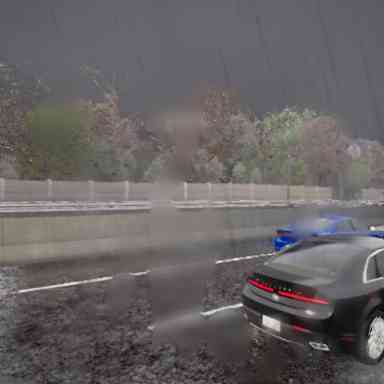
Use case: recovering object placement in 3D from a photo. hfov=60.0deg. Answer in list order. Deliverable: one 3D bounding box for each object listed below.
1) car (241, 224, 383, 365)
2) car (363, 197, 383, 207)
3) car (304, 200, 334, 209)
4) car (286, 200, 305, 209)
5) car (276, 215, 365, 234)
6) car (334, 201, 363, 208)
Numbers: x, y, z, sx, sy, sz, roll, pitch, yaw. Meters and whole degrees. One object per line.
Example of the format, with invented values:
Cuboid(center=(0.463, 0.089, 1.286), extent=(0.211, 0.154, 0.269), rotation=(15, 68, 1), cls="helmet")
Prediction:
Cuboid(center=(3.050, 1.548, 5.920), extent=(4.892, 1.490, 1.837), rotation=(1, 0, -35), cls="car")
Cuboid(center=(21.509, 1.520, 36.500), extent=(5.566, 2.045, 2.150), rotation=(1, 0, -35), cls="car")
Cuboid(center=(16.972, 1.842, 41.863), extent=(5.357, 1.411, 2.033), rotation=(1, 0, -35), cls="car")
Cuboid(center=(15.007, 1.842, 44.754), extent=(5.357, 1.411, 2.033), rotation=(1, 0, -35), cls="car")
Cuboid(center=(5.042, 1.558, 11.635), extent=(5.008, 1.535, 1.882), rotation=(1, 0, -36), cls="car")
Cuboid(center=(19.481, 1.790, 39.350), extent=(4.902, 1.511, 2.128), rotation=(1, 0, -35), cls="car")
